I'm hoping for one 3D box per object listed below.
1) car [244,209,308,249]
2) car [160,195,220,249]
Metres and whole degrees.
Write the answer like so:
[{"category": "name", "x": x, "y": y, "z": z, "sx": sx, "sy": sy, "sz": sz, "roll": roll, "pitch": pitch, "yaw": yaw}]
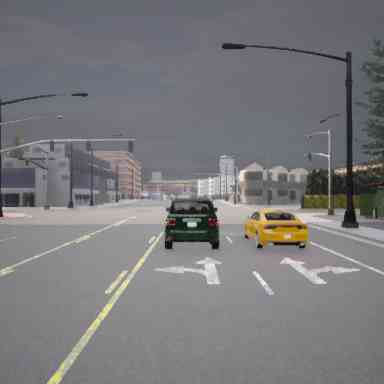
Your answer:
[{"category": "car", "x": 3.500, "y": 1.490, "z": 14.652, "sx": 1.882, "sy": 1.535, "sz": 5.008, "roll": 0, "pitch": 0, "yaw": 0}, {"category": "car", "x": 0.000, "y": 1.264, "z": 14.684, "sx": 2.150, "sy": 2.045, "sz": 5.566, "roll": 0, "pitch": 0, "yaw": 0}]
